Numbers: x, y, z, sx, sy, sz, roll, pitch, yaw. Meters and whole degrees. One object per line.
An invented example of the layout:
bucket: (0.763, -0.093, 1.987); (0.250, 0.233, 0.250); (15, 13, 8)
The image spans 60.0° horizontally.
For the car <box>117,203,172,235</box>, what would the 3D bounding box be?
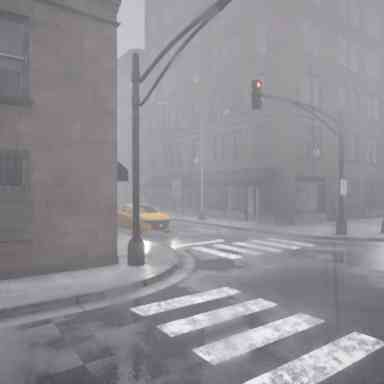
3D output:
car: (-2.931, 1.373, 18.392); (1.882, 1.535, 5.008); (0, 0, -34)
